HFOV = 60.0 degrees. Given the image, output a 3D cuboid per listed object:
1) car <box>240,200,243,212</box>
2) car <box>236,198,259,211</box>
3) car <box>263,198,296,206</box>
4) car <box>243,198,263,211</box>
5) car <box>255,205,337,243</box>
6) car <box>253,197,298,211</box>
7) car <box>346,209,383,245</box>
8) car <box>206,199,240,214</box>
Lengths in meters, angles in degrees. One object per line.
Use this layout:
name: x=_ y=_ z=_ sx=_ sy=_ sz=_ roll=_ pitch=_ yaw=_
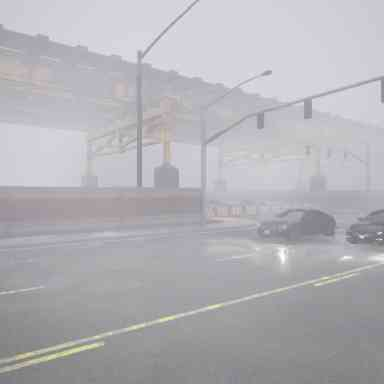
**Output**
car: x=2.379 y=1.453 z=33.729 sx=4.974 sy=1.542 sz=2.038 roll=0 pitch=0 yaw=8
car: x=6.141 y=1.295 z=36.462 sx=1.853 sy=1.218 sz=4.536 roll=0 pitch=0 yaw=18
car: x=9.985 y=1.295 z=40.165 sx=4.536 sy=1.218 sz=1.853 roll=0 pitch=0 yaw=-7
car: x=6.125 y=1.453 z=36.413 sx=2.038 sy=1.542 sz=4.974 roll=0 pitch=0 yaw=18
car: x=5.267 y=1.526 z=16.343 sx=4.674 sy=1.442 sz=1.812 roll=0 pitch=0 yaw=-35
car: x=10.036 y=1.453 z=40.171 sx=4.974 sy=1.542 sz=2.038 roll=0 pitch=0 yaw=-7
car: x=8.635 y=1.505 z=14.447 sx=4.892 sy=1.490 sz=1.837 roll=0 pitch=0 yaw=-35
car: x=2.327 y=1.295 z=33.736 sx=4.536 sy=1.218 sz=1.853 roll=0 pitch=0 yaw=8
